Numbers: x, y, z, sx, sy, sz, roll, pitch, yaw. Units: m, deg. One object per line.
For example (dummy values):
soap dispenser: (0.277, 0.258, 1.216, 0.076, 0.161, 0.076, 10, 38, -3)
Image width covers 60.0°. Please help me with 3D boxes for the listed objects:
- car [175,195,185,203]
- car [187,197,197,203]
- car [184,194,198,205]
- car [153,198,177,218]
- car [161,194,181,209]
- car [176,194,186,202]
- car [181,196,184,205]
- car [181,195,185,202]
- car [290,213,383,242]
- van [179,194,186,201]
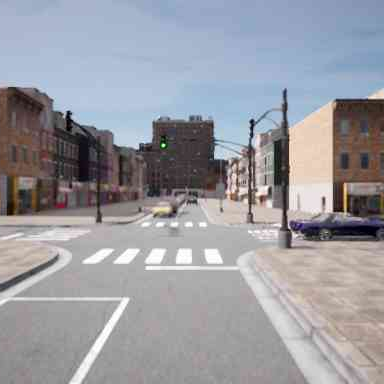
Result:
car: (-2.642, 1.597, 74.601, 1.967, 1.590, 4.097, 0, 0, 0)
car: (-0.007, 1.744, 71.761, 1.895, 1.301, 4.718, 0, 0, 0)
car: (-0.006, 1.470, 61.580, 2.097, 1.767, 4.553, 0, 0, 0)
car: (-2.638, 1.565, 30.879, 1.752, 1.417, 4.829, 0, 0, 0)
car: (-2.637, 1.366, 36.492, 2.192, 1.841, 5.009, 0, 0, 0)
car: (-2.642, 1.486, 80.046, 2.192, 1.841, 5.009, 0, 0, 0)
car: (-2.640, 1.628, 47.380, 2.008, 1.369, 4.403, 0, 0, 0)
car: (-2.641, 1.633, 58.098, 1.752, 1.417, 4.829, 0, 0, 0)
car: (7.481, 1.698, 16.522, 4.718, 1.301, 1.895, 1, 0, -5)
van: (-2.643, 1.539, 90.934, 1.690, 1.788, 3.998, 0, 0, 0)
